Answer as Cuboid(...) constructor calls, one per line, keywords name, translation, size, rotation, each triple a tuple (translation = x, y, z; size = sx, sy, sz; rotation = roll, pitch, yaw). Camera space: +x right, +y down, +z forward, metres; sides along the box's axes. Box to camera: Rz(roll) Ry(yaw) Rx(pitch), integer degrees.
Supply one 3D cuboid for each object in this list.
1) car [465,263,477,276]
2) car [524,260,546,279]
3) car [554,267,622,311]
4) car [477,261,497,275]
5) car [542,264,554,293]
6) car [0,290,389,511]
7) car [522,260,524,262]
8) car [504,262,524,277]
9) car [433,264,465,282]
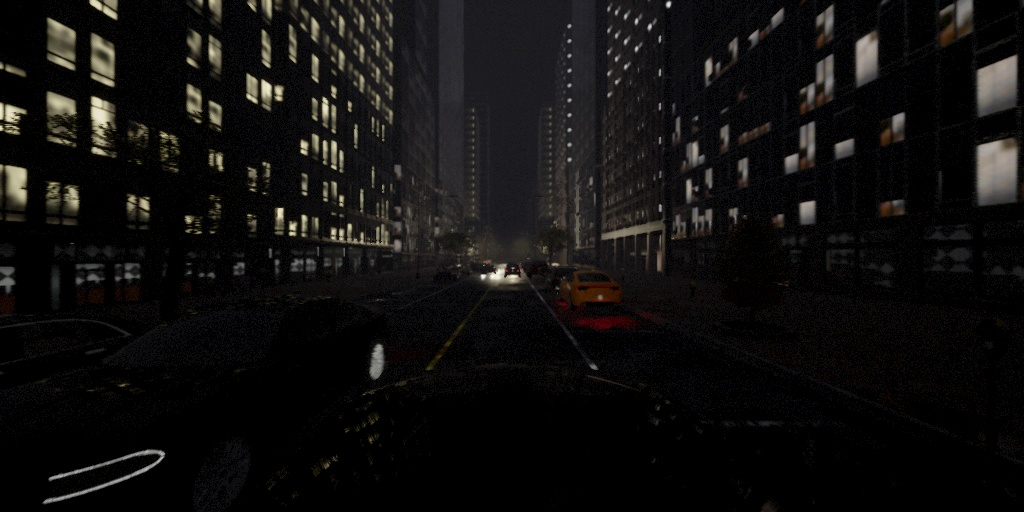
Cuboid(name="car", translation=(-5.681, 1.648, 43.016), size=(1.751, 1.417, 4.829), rotation=(0, 0, 0))
Cuboid(name="car", translation=(2.698, 1.386, 37.500), size=(2.192, 1.841, 5.009), rotation=(0, 0, 0))
Cuboid(name="car", translation=(3.143, 1.349, 15.238), size=(1.882, 1.535, 5.008), rotation=(0, -1, 0))
Cuboid(name="car", translation=(-3.065, 1.720, 46.919), size=(1.994, 1.385, 4.181), rotation=(0, -1, 0))
Cuboid(name="car", translation=(3.151, 1.439, 22.238), size=(1.837, 1.490, 4.892), rotation=(0, -1, 0))
Cuboid(name="car", translation=(-3.101, 1.251, 4.333), size=(1.882, 1.535, 5.008), rotation=(0, -1, 0))
Cuboid(name="car", translation=(2.699, 1.436, 43.184), size=(2.192, 1.841, 5.009), rotation=(0, 0, 0))
Cuboid(name="car", translation=(0.084, 1.644, 40.373), size=(2.033, 1.411, 5.357), rotation=(0, -1, 0))
Cuboid(name="car", translation=(-5.684, 1.461, 31.818), size=(1.967, 1.591, 4.097), rotation=(0, 0, 0))
